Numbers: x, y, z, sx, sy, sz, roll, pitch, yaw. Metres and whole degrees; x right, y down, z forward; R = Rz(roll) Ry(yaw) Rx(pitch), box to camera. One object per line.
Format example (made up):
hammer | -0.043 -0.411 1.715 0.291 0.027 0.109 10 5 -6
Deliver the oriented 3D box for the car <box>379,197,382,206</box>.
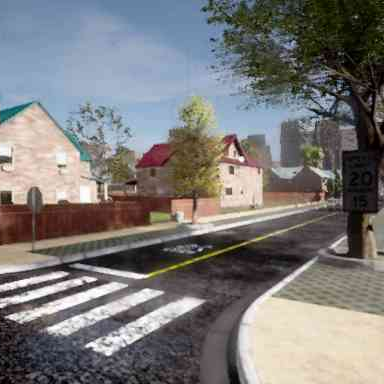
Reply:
car | 23.953 1.089 44.075 1.895 1.301 4.718 -1 0 33
